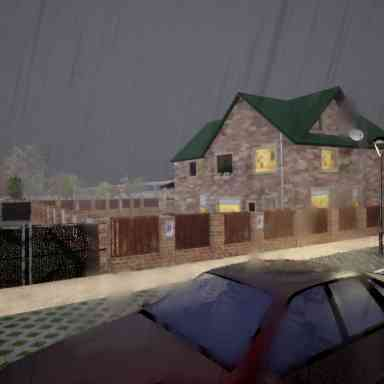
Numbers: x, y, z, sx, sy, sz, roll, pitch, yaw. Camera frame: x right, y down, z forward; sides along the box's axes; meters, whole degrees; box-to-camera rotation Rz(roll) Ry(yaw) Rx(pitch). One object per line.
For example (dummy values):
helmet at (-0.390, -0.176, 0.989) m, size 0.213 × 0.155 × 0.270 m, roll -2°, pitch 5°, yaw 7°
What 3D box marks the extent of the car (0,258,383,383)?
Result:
car at (0.851, 1.545, 3.659) m, size 5.357 × 1.411 × 2.033 m, roll 0°, pitch 0°, yaw -35°
